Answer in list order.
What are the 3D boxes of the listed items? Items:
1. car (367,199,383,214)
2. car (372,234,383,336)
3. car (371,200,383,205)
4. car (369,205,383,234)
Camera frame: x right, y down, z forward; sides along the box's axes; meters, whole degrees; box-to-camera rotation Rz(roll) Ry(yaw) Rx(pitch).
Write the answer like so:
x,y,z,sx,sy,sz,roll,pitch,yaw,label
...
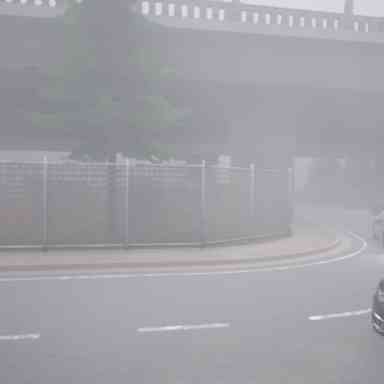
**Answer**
x,y,z,sx,sy,sz,roll,pitch,yaw,label
21.377,1.590,36.137,1.837,1.490,4.892,0,0,-6,car
4.990,1.516,5.326,4.902,1.511,2.128,0,0,-28,car
18.506,1.676,30.629,1.895,1.301,4.718,0,0,-3,car
9.058,1.542,14.329,1.837,1.490,4.892,2,1,21,car
